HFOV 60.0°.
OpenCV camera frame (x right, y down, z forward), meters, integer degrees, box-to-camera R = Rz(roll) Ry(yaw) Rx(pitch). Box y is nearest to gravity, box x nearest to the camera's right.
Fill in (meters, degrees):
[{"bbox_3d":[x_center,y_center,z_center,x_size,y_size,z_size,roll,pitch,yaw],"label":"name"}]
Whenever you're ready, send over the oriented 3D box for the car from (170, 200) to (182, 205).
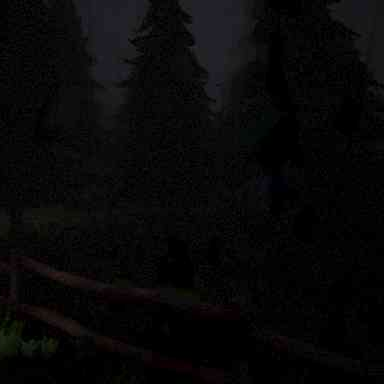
[{"bbox_3d":[-2.751,1.591,37.141,4.181,1.385,1.994,0,0,-13],"label":"car"}]
